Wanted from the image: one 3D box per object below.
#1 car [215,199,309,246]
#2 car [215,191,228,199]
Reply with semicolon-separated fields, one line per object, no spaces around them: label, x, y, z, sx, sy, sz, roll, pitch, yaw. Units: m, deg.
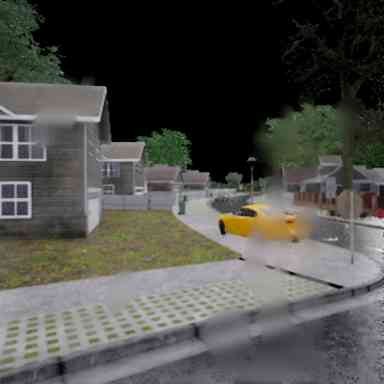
car;2.848;1.291;14.522;1.882;1.535;5.008;-1;2;-22
car;5.004;0.662;55.797;2.097;1.767;4.553;0;1;8
